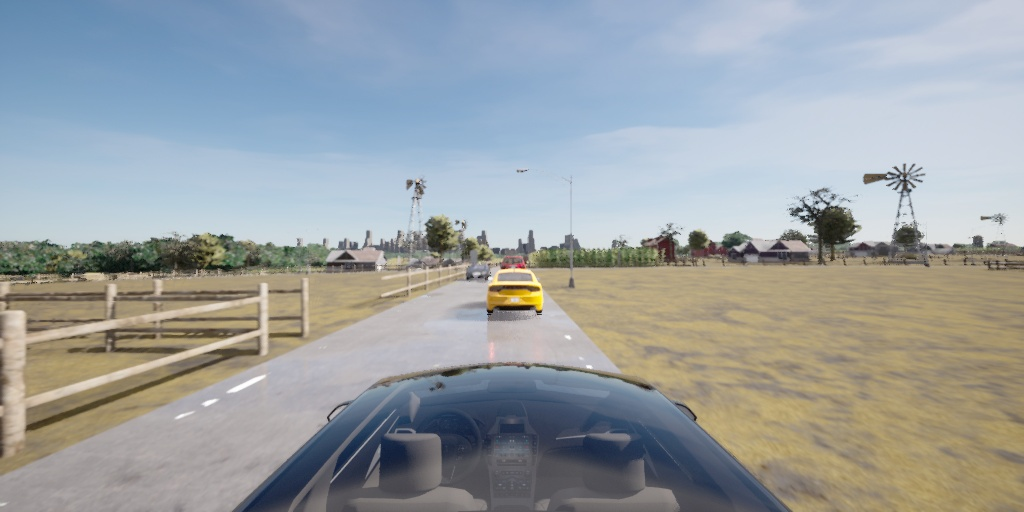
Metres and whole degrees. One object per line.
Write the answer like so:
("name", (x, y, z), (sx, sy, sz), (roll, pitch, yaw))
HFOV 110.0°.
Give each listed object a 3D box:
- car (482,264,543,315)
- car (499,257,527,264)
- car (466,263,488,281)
("car", (0.092, 1.235, 13.683), (1.882, 1.535, 5.008), (0, 0, 0))
("car", (0.096, 1.074, 31.201), (2.150, 2.045, 5.566), (0, -1, 0))
("car", (-2.850, 1.343, 30.959), (2.128, 1.511, 4.902), (0, 0, 0))
